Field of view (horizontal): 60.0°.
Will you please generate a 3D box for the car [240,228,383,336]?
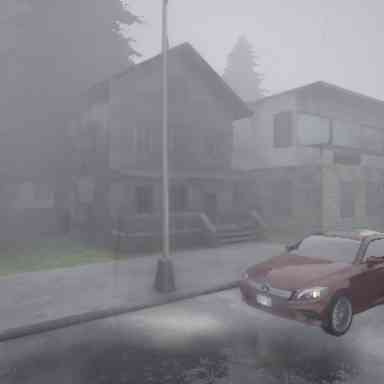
[{"bbox_3d":[3.079,1.516,6.796,4.674,1.442,1.812,0,0,-35],"label":"car"}]
